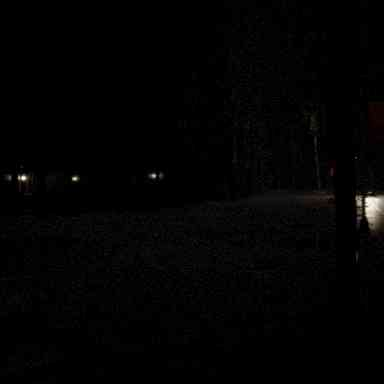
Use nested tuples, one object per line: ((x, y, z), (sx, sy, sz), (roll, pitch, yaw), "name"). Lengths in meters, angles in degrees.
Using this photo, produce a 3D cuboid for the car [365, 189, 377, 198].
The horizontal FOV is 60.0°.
((31.059, 0.255, 58.215), (1.837, 1.490, 4.892), (-2, 0, 20), "car")
